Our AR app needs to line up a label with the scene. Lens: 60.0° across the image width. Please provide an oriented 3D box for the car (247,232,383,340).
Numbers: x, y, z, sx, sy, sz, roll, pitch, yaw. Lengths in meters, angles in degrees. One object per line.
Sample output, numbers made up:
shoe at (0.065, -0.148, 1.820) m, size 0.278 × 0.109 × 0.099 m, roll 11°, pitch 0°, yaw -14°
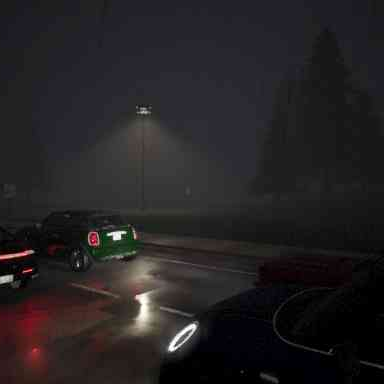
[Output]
car at (3.521, 1.601, 5.779) m, size 4.718 × 1.301 × 1.895 m, roll 0°, pitch 0°, yaw 36°

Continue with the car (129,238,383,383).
car at (1.894, 1.352, 2.640) m, size 4.553 × 1.767 × 2.097 m, roll 0°, pitch 0°, yaw 36°

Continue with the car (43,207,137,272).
car at (-3.925, 1.352, 10.992) m, size 4.553 × 1.767 × 2.097 m, roll 0°, pitch 0°, yaw 36°

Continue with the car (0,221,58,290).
car at (-5.611, 1.491, 7.893) m, size 4.902 × 1.511 × 2.128 m, roll 0°, pitch 0°, yaw 36°
